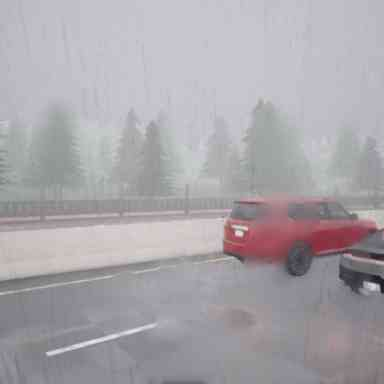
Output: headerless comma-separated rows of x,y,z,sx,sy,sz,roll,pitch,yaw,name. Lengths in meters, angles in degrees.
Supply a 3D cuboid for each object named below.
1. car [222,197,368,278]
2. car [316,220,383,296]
3.514,1.180,10.281,5.566,2.045,2.150,0,0,-33,car
5.230,1.452,7.200,4.902,1.511,2.128,0,0,-33,car
